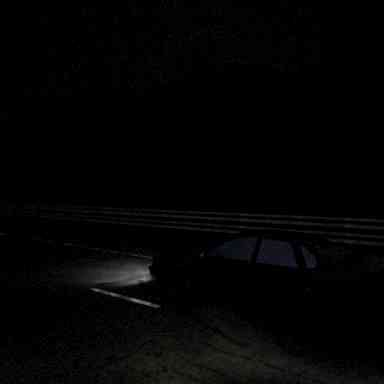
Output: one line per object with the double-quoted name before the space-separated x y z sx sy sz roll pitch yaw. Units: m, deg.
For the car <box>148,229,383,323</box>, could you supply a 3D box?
"car" 1.565 1.541 7.176 5.357 1.411 2.033 0 0 35
